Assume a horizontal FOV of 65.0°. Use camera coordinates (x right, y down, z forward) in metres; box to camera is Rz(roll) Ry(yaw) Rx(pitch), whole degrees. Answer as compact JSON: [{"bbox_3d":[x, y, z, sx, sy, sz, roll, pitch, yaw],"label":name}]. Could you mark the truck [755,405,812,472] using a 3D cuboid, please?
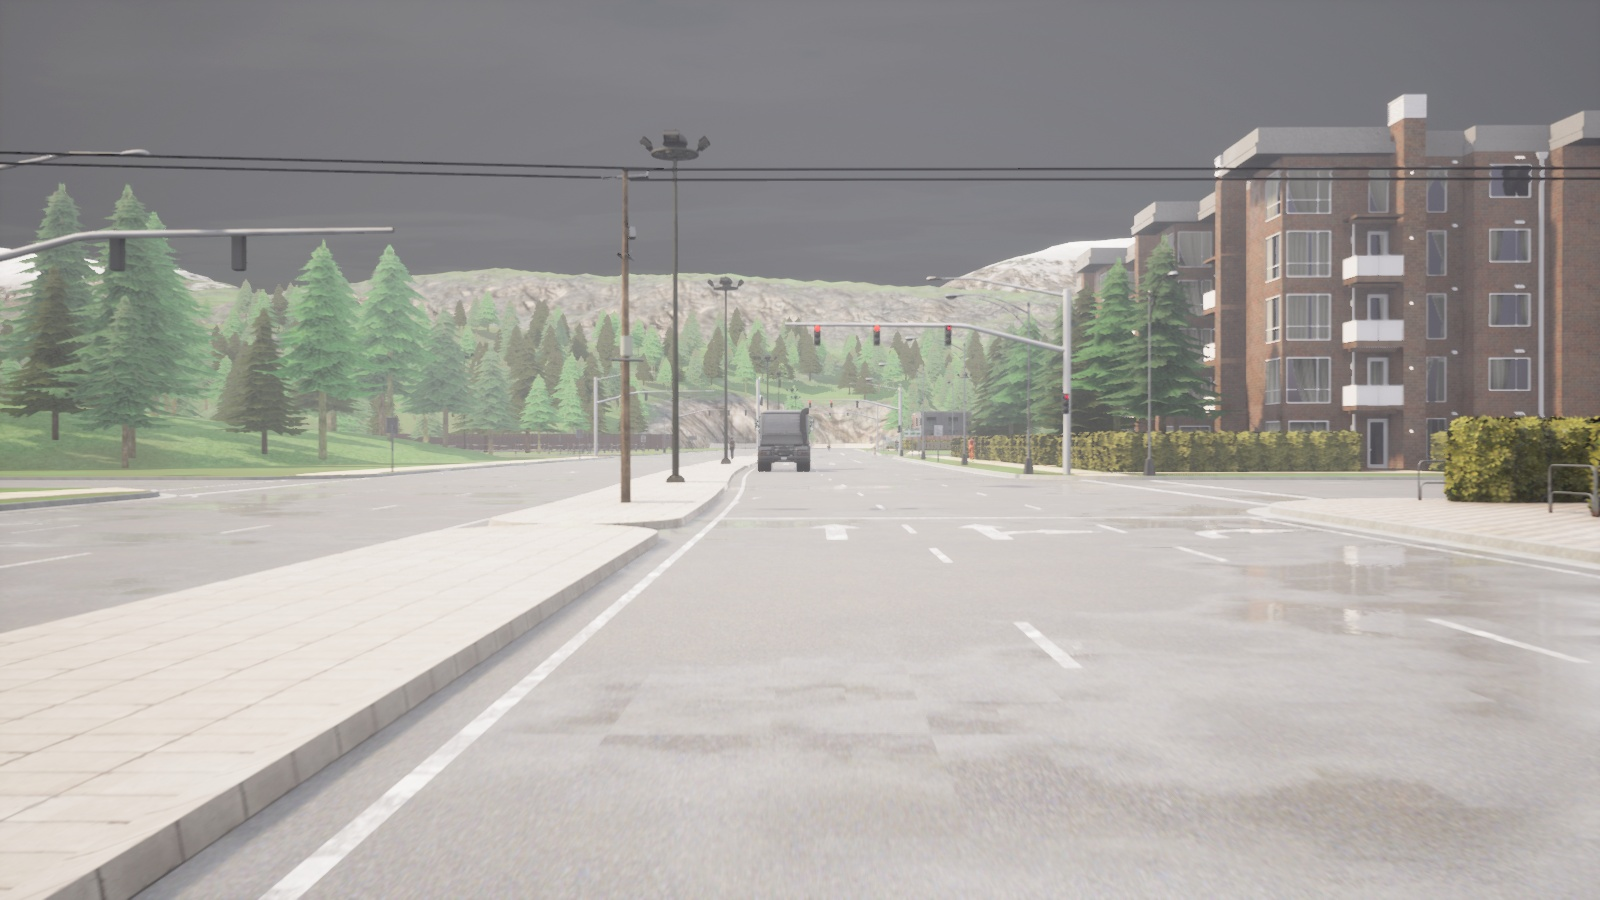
[{"bbox_3d":[-0.865,-0.623,68.604,2.891,3.462,7.936,0,0,0],"label":"truck"}]
